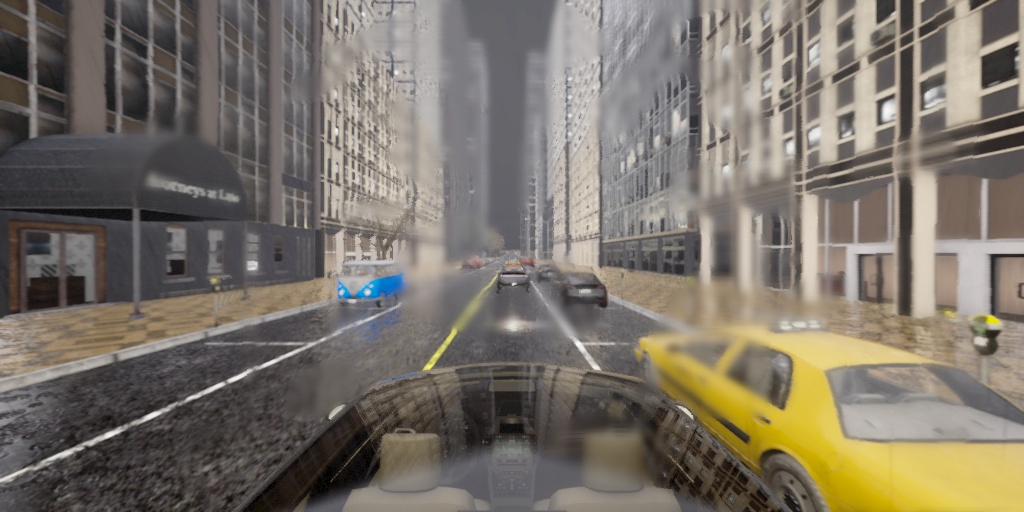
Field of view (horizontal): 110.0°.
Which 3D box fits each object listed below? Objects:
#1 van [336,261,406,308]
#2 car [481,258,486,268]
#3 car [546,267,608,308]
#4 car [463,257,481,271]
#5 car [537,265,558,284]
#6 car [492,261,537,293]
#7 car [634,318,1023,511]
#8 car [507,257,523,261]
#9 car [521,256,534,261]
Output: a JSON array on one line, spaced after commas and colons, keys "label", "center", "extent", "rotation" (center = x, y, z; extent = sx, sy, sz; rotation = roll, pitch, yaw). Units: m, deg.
[{"label": "van", "center": [-5.692, 1.083, 14.864], "extent": [1.690, 1.789, 3.998], "rotation": [0, 0, 0]}, {"label": "car", "center": [-5.694, 1.008, 54.753], "extent": [2.192, 1.841, 5.009], "rotation": [0, 0, 0]}, {"label": "car", "center": [2.689, 1.308, 14.861], "extent": [1.948, 1.339, 4.313], "rotation": [0, 0, 0]}, {"label": "car", "center": [-5.693, 1.248, 49.054], "extent": [1.888, 1.381, 4.507], "rotation": [0, 0, 0]}, {"label": "car", "center": [2.688, 1.297, 26.257], "extent": [1.948, 1.339, 4.313], "rotation": [0, 0, 0]}, {"label": "car", "center": [0.100, 1.228, 20.782], "extent": [2.128, 1.511, 4.902], "rotation": [0, 0, 0]}, {"label": "car", "center": [2.690, 1.275, 3.634], "extent": [1.751, 1.417, 4.829], "rotation": [0, 0, 0]}, {"label": "car", "center": [0.098, 1.188, 44.236], "extent": [1.882, 1.535, 5.008], "rotation": [0, 0, 0]}, {"label": "car", "center": [2.687, 0.998, 60.448], "extent": [2.192, 1.841, 5.009], "rotation": [0, 0, 0]}]
